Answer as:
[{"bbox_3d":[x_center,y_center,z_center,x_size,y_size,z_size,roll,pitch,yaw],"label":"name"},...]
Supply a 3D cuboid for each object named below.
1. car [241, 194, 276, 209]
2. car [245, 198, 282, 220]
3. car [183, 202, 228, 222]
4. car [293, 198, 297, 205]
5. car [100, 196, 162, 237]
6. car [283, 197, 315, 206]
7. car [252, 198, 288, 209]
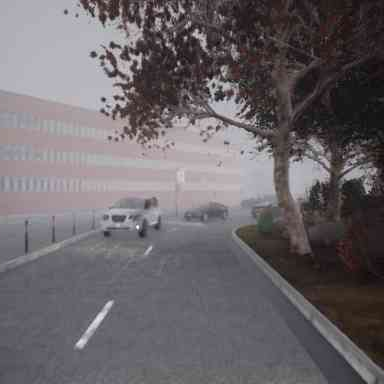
[{"bbox_3d":[9.415,1.334,45.518,5.566,2.045,2.435,0,0,38],"label":"car"},{"bbox_3d":[7.026,1.608,29.877,1.837,1.490,4.892,0,0,38],"label":"car"},{"bbox_3d":[1.251,1.583,27.797,1.837,1.490,4.892,0,0,37],"label":"car"},{"bbox_3d":[12.923,1.587,49.951,5.008,1.535,2.097,0,0,38],"label":"car"},{"bbox_3d":[-3.174,1.256,18.613,2.150,2.045,5.566,0,0,8],"label":"car"},{"bbox_3d":[18.163,1.621,56.613,4.674,1.452,2.002,0,0,38],"label":"car"},{"bbox_3d":[11.179,1.626,47.725,4.674,1.452,2.002,0,0,38],"label":"car"}]
